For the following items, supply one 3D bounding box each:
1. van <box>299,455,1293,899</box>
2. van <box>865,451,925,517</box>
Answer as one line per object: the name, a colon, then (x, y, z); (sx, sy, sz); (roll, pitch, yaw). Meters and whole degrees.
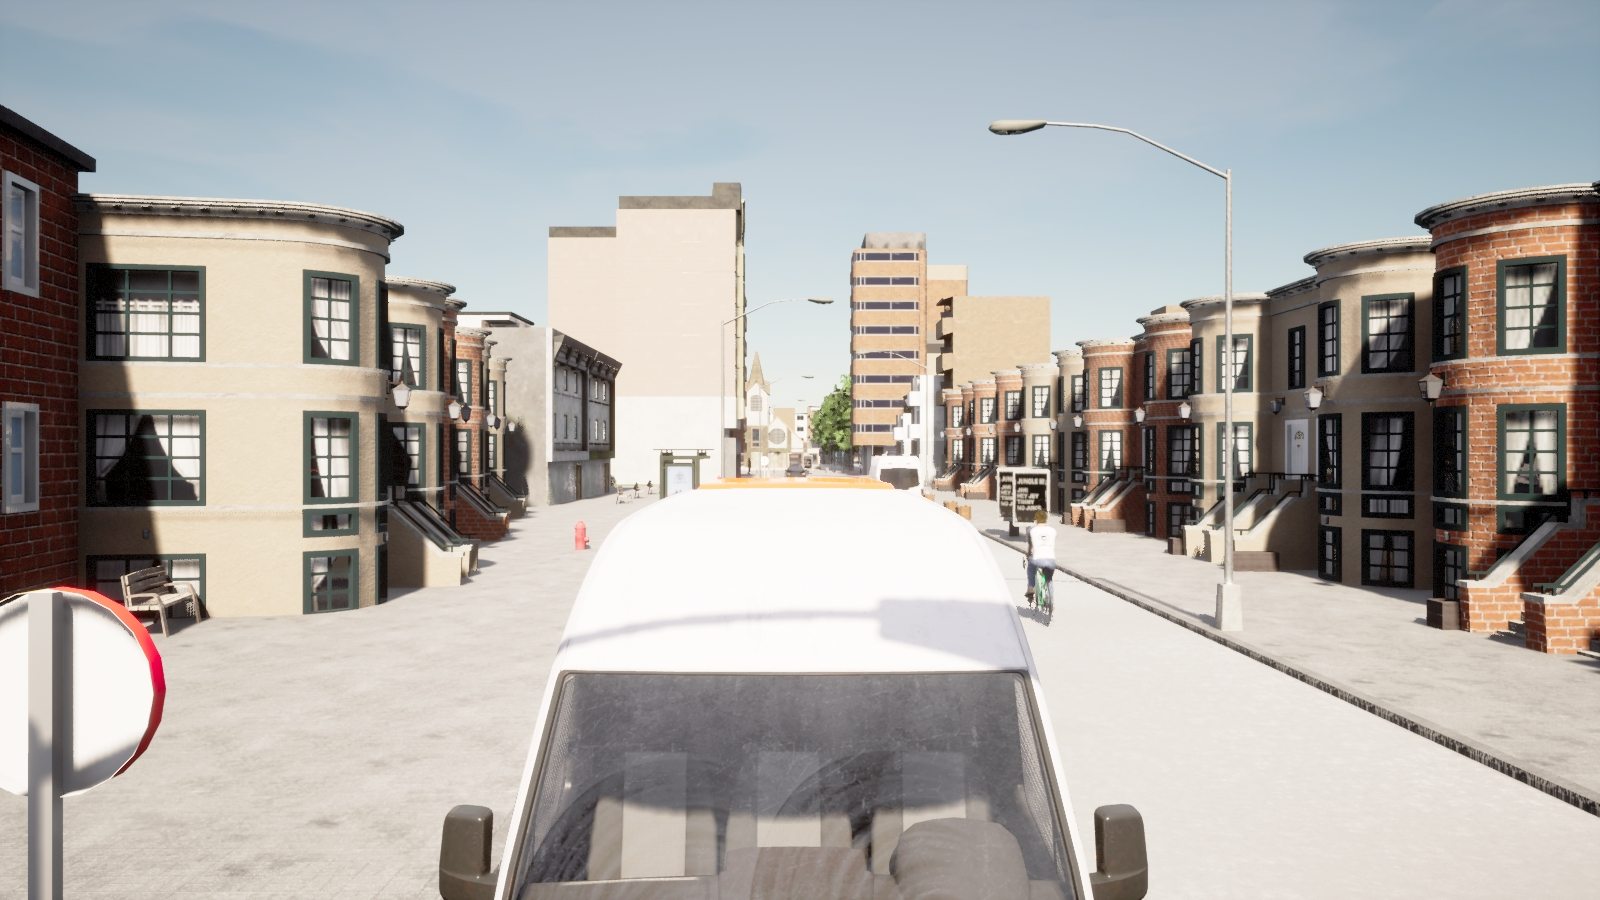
van: (-0.019, 1.314, 5.243); (1.988, 2.561, 5.915); (0, 0, 0)
van: (3.854, 1.314, 47.245); (1.988, 2.561, 5.915); (0, 0, 0)
